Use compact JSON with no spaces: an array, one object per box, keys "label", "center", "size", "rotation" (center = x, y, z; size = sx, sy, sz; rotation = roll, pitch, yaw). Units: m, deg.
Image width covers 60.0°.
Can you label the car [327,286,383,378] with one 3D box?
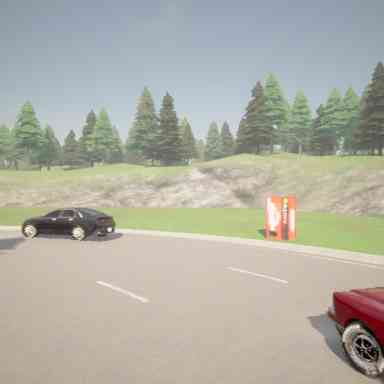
[{"label":"car","center":[3.292,1.601,2.797],"size":[1.895,1.301,4.718],"rotation":[0,0,-13]}]

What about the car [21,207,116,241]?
[{"label":"car","center":[-6.121,1.505,16.403],"size":[4.892,1.490,1.837],"rotation":[0,-1,21]}]

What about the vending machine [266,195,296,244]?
[{"label":"vending machine","center":[4.051,1.195,15.098],"size":[0.880,2.100,1.100],"rotation":[0,0,43]}]
